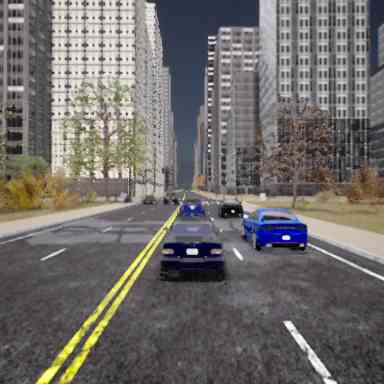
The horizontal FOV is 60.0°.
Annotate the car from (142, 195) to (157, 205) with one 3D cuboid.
[{"bbox_3d":[-6.539,1.262,51.660,1.837,1.490,4.892,0,0,0],"label":"car"}]

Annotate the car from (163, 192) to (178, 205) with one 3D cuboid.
[{"bbox_3d":[-3.279,0.971,52.914,2.150,2.045,5.566,0,0,1],"label":"car"}]

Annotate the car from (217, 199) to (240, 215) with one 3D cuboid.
[{"bbox_3d":[3.308,1.350,29.040,1.882,1.535,5.008,0,1,1],"label":"car"}]

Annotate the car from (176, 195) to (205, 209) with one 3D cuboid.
[{"bbox_3d":[0.046,1.230,27.801,2.097,1.767,4.553,0,0,1],"label":"car"}]

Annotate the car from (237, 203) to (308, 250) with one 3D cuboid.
[{"bbox_3d":[3.306,1.419,14.041,1.882,1.535,5.008,0,1,1],"label":"car"}]

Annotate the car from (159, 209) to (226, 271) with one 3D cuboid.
[{"bbox_3d":[0.021,1.503,10.698,2.033,1.411,5.357,0,0,0],"label":"car"}]
